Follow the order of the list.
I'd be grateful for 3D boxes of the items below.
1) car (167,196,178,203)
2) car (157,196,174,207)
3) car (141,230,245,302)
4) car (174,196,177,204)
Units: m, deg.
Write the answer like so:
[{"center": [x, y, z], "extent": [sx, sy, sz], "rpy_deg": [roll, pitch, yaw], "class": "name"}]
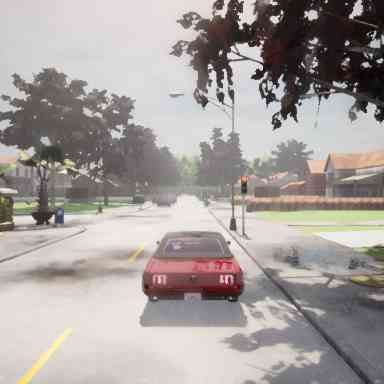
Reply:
[{"center": [-4.127, 1.540, 71.179], "extent": [2.033, 1.411, 5.357], "rpy_deg": [0, 0, 0], "class": "car"}, {"center": [-4.187, 1.601, 50.826], "extent": [1.895, 1.301, 4.718], "rpy_deg": [0, 0, 0], "class": "car"}, {"center": [0.037, 1.601, 8.202], "extent": [1.895, 1.301, 4.718], "rpy_deg": [0, 0, 0], "class": "car"}, {"center": [-4.175, 1.564, 60.817], "extent": [1.994, 1.385, 4.181], "rpy_deg": [0, 0, 0], "class": "car"}]
